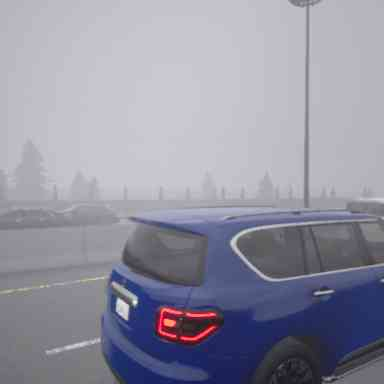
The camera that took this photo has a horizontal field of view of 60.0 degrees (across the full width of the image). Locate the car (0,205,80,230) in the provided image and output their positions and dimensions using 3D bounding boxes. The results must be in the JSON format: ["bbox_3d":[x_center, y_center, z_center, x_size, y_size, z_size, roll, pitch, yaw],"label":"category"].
[{"bbox_3d":[-8.009,1.448,15.229,4.892,1.490,1.837,0,0,-33],"label":"car"}]

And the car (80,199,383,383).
[{"bbox_3d":[1.592,1.214,4.629,5.566,2.045,2.150,0,0,-32],"label":"car"}]

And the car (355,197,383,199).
[{"bbox_3d":[7.816,1.222,12.135,5.566,2.045,2.150,0,0,-27],"label":"car"}]
